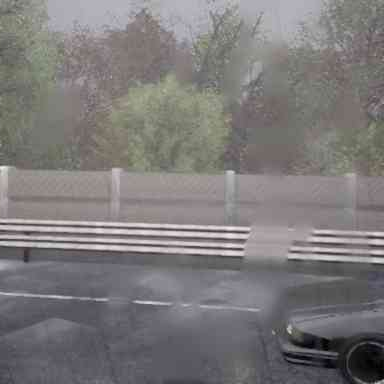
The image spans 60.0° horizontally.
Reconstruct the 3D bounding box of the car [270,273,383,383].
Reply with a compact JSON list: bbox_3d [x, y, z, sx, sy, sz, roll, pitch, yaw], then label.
[{"bbox_3d":[3.850,1.703,4.508,5.357,1.411,2.033,1,-1,8],"label":"car"}]
